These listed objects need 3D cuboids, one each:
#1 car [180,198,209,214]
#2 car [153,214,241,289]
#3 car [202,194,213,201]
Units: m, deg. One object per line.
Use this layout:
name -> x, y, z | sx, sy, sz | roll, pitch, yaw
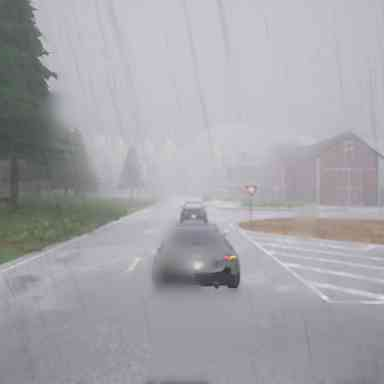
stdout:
car -> 0.107, 1.382, 23.953 | 1.812, 1.442, 4.674 | 0, 1, 0
car -> 0.105, 1.510, 9.006 | 1.994, 1.385, 4.181 | 0, 0, 0
car -> 2.997, 1.072, 65.023 | 1.816, 1.474, 4.193 | -6, 1, -2
